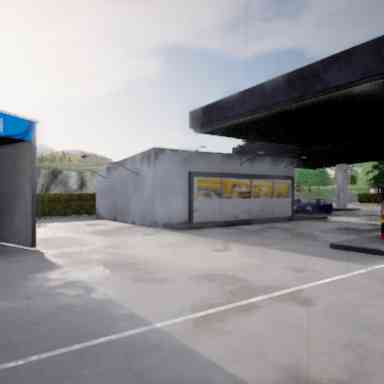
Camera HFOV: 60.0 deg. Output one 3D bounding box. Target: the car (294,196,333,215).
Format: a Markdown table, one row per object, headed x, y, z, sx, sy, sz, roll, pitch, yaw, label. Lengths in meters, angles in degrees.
| x | y | z | sx | sy | sz | roll | pitch | yaw | label |
| --- | --- | --- | --- | --- | --- | --- | --- | --- | --- |
| 12.341 | 1.503 | 33.835 | 4.611 | 1.667 | 2.242 | 0 | 0 | -36 | car |

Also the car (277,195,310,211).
| x | y | z | sx | sy | sz | roll | pitch | yaw | label |
| --- | --- | --- | --- | --- | --- | --- | --- | --- | --- |
| 12.542 | 1.339 | 40.965 | 3.866 | 1.878 | 1.905 | 0 | 0 | -36 | car |
